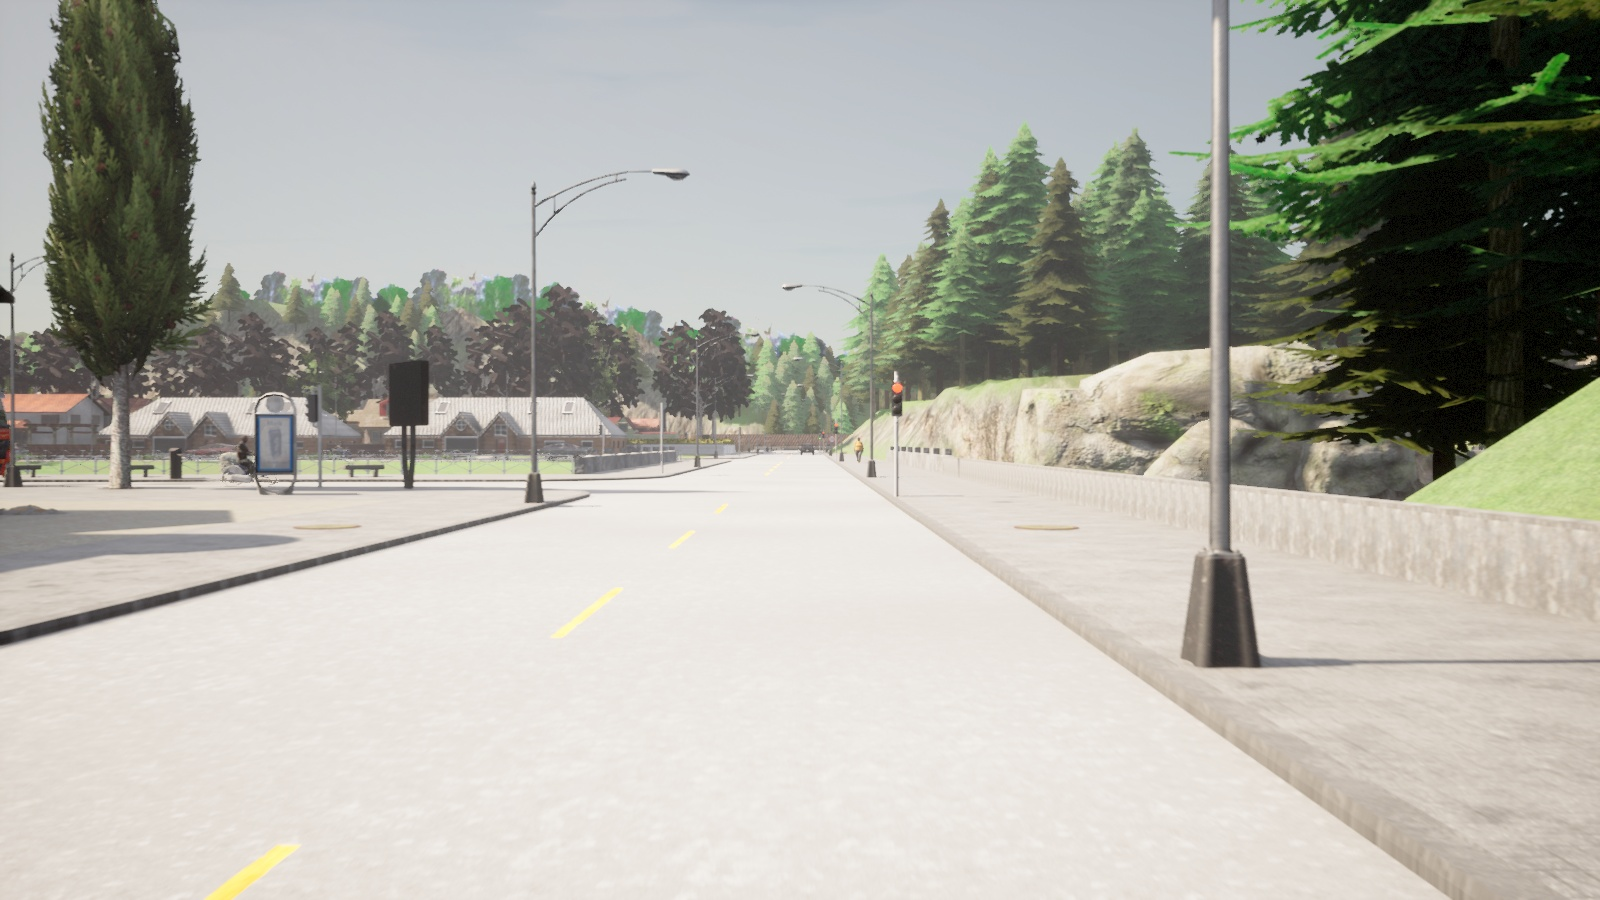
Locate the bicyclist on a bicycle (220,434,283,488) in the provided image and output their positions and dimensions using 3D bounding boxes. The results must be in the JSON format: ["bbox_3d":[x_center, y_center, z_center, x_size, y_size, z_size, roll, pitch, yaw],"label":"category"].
[{"bbox_3d":[-18.422,0.365,42.185,1.843,1.776,0.659,0,0,0],"label":"bicyclist on a bicycle"}]

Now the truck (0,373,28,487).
[{"bbox_3d":[-31.104,-0.681,42.243,8.468,3.827,2.891,0,0,0],"label":"truck"}]
